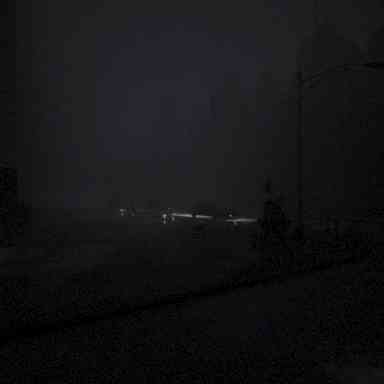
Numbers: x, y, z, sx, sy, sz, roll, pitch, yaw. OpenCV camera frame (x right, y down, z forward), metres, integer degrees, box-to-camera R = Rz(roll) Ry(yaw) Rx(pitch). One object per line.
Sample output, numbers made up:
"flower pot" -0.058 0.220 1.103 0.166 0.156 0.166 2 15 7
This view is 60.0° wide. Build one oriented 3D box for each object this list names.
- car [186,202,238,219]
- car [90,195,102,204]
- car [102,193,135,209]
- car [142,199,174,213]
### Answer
"car" 1.595 1.547 29.322 2.033 1.411 5.357 0 0 -36
"car" -18.055 1.352 63.971 2.097 1.767 4.553 0 0 -35
"car" -9.842 1.222 45.320 2.150 2.045 5.566 0 0 -35
"car" -3.806 1.491 36.868 2.128 1.511 4.902 0 0 -36
